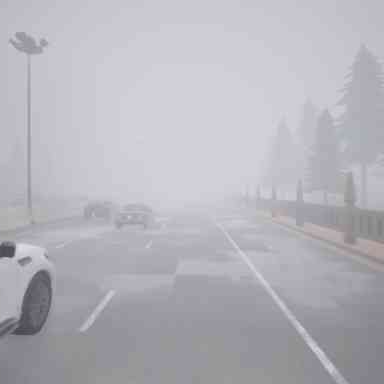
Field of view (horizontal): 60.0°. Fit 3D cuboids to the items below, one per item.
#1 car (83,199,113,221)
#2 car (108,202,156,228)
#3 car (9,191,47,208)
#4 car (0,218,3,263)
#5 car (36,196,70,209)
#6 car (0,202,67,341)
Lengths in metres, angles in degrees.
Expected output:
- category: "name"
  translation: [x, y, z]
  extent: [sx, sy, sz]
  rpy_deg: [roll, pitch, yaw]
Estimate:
- category: "car"
  translation: [-6.915, 1.341, 25.799]
  extent: [1.837, 1.490, 4.892]
  rpy_deg: [0, 0, 0]
- category: "car"
  translation: [-3.436, 1.415, 20.821]
  extent: [2.033, 1.411, 5.357]
  rpy_deg: [0, 0, 0]
- category: "car"
  translation: [-21.074, 0.952, 42.948]
  extent: [2.150, 2.045, 5.566]
  rpy_deg: [0, 0, 0]
- category: "car"
  translation: [-6.923, 1.511, 8.305]
  extent: [1.994, 1.385, 4.181]
  rpy_deg: [0, 0, 0]
- category: "car"
  translation: [-17.579, 1.279, 42.422]
  extent: [2.033, 1.411, 5.357]
  rpy_deg: [0, 0, 0]
- category: "car"
  translation: [-3.454, 1.201, 3.458]
  extent: [2.150, 2.045, 5.566]
  rpy_deg: [0, 1, 1]
